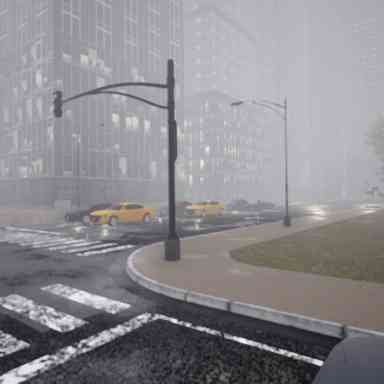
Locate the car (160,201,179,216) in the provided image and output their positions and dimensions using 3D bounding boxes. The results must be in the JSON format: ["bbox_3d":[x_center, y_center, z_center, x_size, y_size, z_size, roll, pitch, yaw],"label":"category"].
[{"bbox_3d":[-1.269,1.612,33.586,1.812,1.442,4.674,-1,-1,37],"label":"car"}]

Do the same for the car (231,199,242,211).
[{"bbox_3d":[5.982,1.626,43.110,1.812,1.442,4.674,-1,0,37],"label":"car"}]

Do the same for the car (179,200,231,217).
[{"bbox_3d":[1.311,1.520,31.612,1.882,1.535,5.008,-1,-1,37],"label":"car"}]

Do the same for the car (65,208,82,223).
[{"bbox_3d":[-7.311,1.551,25.633,1.882,1.535,5.008,-1,-1,37],"label":"car"}]

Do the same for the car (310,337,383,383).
[{"bbox_3d":[3.208,1.549,1.388,5.357,1.411,2.033,0,0,36],"label":"car"}]

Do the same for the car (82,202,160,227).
[{"bbox_3d":[-4.850,1.507,23.500,1.882,1.535,5.008,-1,-1,37],"label":"car"}]

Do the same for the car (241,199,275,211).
[{"bbox_3d":[8.363,1.657,40.878,1.895,1.301,4.718,-1,-1,37],"label":"car"}]
